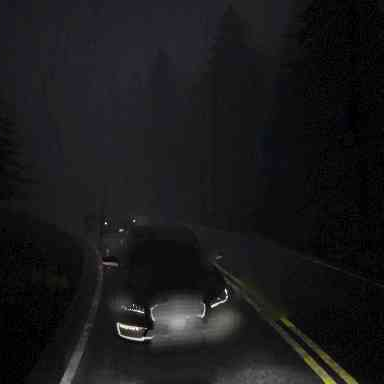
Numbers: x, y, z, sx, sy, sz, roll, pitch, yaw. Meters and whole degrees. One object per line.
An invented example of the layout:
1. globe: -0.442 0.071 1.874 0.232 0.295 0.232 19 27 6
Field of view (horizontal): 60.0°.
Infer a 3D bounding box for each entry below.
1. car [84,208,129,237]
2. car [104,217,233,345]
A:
1. car: -4.621 1.610 18.518 1.895 1.301 4.718 -3 1 -29
2. car: -0.642 1.494 6.784 1.837 1.490 4.892 -1 0 -11
